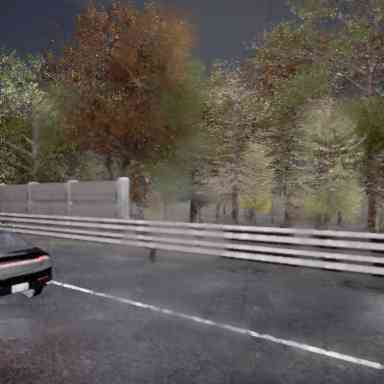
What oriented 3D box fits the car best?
[{"bbox_3d":[-5.138,1.571,7.538,4.902,1.511,2.128,-1,0,35],"label":"car"}]
